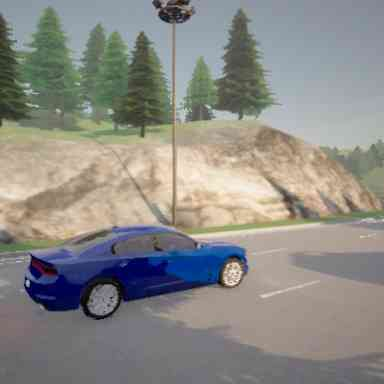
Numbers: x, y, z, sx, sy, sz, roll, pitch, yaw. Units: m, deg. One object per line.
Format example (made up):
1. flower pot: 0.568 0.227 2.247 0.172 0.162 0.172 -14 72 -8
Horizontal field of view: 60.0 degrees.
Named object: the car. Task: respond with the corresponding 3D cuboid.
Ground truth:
1. car: -0.915 1.465 7.392 5.008 1.535 1.882 0 0 -36
